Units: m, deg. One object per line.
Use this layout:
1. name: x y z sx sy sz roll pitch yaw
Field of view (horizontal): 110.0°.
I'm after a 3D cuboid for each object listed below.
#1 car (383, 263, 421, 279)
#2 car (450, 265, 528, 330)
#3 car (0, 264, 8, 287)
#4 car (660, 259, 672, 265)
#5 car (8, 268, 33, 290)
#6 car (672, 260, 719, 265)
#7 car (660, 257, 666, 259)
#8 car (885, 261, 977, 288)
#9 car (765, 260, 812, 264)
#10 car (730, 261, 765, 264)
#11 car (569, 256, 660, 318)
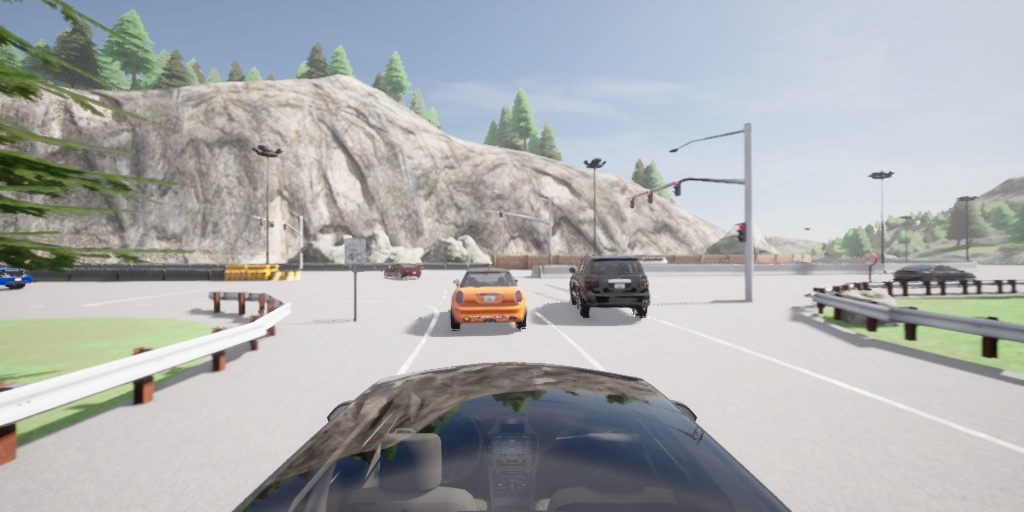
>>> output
1. car: -10.649 1.387 34.641 1.882 1.535 5.008 1 -1 -43
2. car: -0.812 1.148 11.516 2.097 1.767 4.553 0 0 -6
3. car: -30.134 1.202 18.447 4.553 1.767 2.097 0 0 -9
4. car: 21.685 1.459 47.898 4.181 1.385 1.994 0 0 -9
5. car: -32.982 1.080 21.544 5.566 2.045 2.150 0 0 -9
6. car: 22.761 1.443 44.532 4.181 1.385 1.994 0 0 -9
7. car: 19.333 1.135 51.077 5.566 2.045 2.150 0 0 -9
8. car: 28.145 1.288 23.904 4.892 1.490 1.837 0 0 -9
9. car: 36.332 1.337 46.703 5.008 1.535 1.882 0 0 -10
10. car: 36.103 1.436 53.638 5.357 1.411 2.033 0 0 -9
11. car: 3.448 1.016 13.463 2.150 2.045 5.566 0 0 4
